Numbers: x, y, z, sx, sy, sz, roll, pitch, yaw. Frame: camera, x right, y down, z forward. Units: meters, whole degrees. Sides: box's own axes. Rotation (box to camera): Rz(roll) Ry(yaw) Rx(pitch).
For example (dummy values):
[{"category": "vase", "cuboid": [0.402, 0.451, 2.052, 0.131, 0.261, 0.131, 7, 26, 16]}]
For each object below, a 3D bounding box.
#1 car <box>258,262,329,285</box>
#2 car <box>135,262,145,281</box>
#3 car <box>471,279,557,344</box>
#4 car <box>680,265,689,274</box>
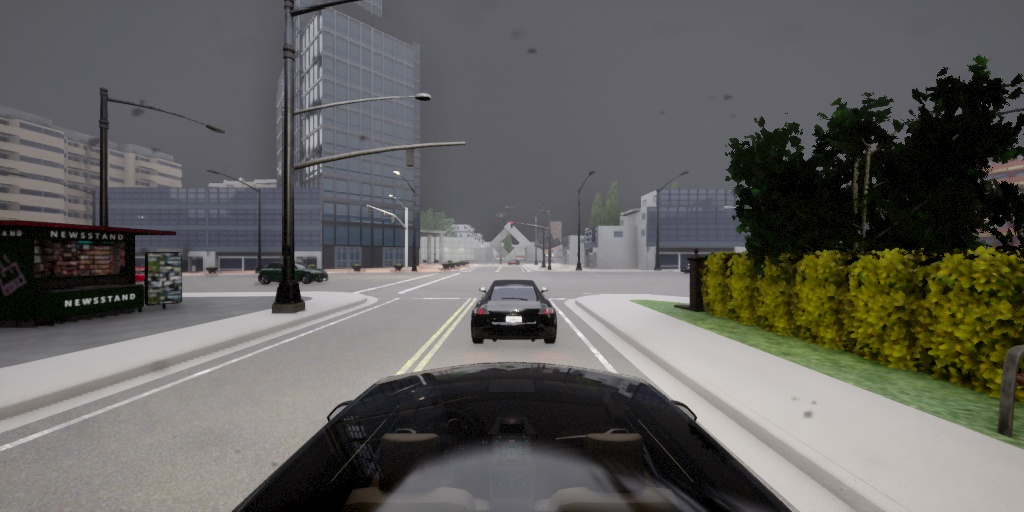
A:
[{"category": "car", "cuboid": [-16.494, 1.210, 27.224, 4.553, 1.767, 2.097, -1, 0, -1]}, {"category": "car", "cuboid": [-29.839, 1.245, 27.065, 5.566, 2.045, 2.150, -1, 0, 0]}, {"category": "car", "cuboid": [0.045, 1.314, 9.637, 1.994, 1.385, 4.181, 0, 0, 0]}, {"category": "car", "cuboid": [20.347, 1.266, 38.369, 4.181, 1.385, 1.994, 0, 0, -2]}]
